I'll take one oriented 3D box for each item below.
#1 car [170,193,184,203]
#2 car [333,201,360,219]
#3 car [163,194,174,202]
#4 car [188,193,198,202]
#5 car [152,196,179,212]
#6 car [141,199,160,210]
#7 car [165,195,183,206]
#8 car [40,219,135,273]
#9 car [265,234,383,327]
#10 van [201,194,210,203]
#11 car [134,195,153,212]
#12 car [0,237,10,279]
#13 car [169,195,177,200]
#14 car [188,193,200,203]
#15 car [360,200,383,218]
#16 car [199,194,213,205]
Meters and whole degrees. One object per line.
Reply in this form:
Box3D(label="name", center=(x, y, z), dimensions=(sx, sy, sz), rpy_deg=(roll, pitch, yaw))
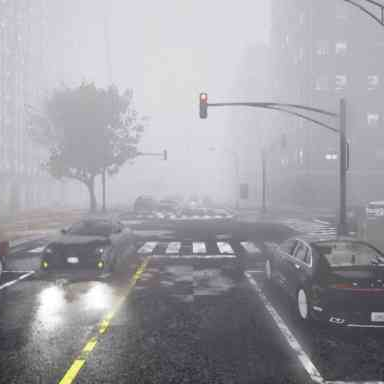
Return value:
Box3D(label="car", center=(-2.802, 1.278, 69.276), dimensions=(2.150, 2.045, 5.566), rpy_deg=(0, 0, 0))
Box3D(label="car", center=(13.500, 1.350, 26.316), dimensions=(4.403, 1.369, 2.008), rpy_deg=(-1, 1, 0))
Box3D(label="car", center=(-5.469, 1.386, 78.013), dimensions=(2.192, 1.841, 5.009), rpy_deg=(0, 0, 0))
Box3D(label="car", center=(0.226, 1.298, 78.892), dimensions=(2.150, 2.045, 5.566), rpy_deg=(0, 0, 0))
Box3D(label="car", center=(-2.991, 1.567, 38.637), dimensions=(2.033, 1.411, 5.357), rpy_deg=(0, 0, 0))
Box3D(label="car", center=(-5.564, 1.592, 44.876), dimensions=(1.947, 1.339, 4.313), rpy_deg=(0, 0, 0))
Box3D(label="car", center=(-2.945, 1.582, 53.088), dimensions=(2.033, 1.411, 5.357), rpy_deg=(0, 0, 0))
Box3D(label="car", center=(-3.071, 1.566, 10.567), dimensions=(1.994, 1.385, 4.181), rpy_deg=(0, 0, 0))
Box3D(label="car", center=(2.707, 1.551, 6.941), dimensions=(2.008, 1.369, 4.403), rpy_deg=(0, 0, 0))
Box3D(label="van", center=(2.896, 1.402, 72.466), dimensions=(1.690, 1.788, 3.998), rpy_deg=(0, 0, 0))
Box3D(label="car", center=(-5.580, 1.336, 39.353), dimensions=(2.192, 1.841, 5.009), rpy_deg=(0, 0, 0))
Box3D(label="car", center=(-5.673, 1.545, 6.965), dimensions=(1.887, 1.381, 4.507), rpy_deg=(0, 0, 0))
Box3D(label="car", center=(-5.421, 1.654, 94.582), dimensions=(2.008, 1.369, 4.403), rpy_deg=(0, 0, 0))
Box3D(label="car", center=(0.298, 1.407, 68.736), dimensions=(2.097, 1.767, 4.553), rpy_deg=(0, 0, 0))
Box3D(label="car", center=(15.503, 0.994, 23.752), dimensions=(5.566, 2.045, 2.150), rpy_deg=(-1, 0, 0))
Box3D(label="car", center=(2.865, 1.611, 61.420), dimensions=(1.947, 1.339, 4.313), rpy_deg=(0, 0, 0))
